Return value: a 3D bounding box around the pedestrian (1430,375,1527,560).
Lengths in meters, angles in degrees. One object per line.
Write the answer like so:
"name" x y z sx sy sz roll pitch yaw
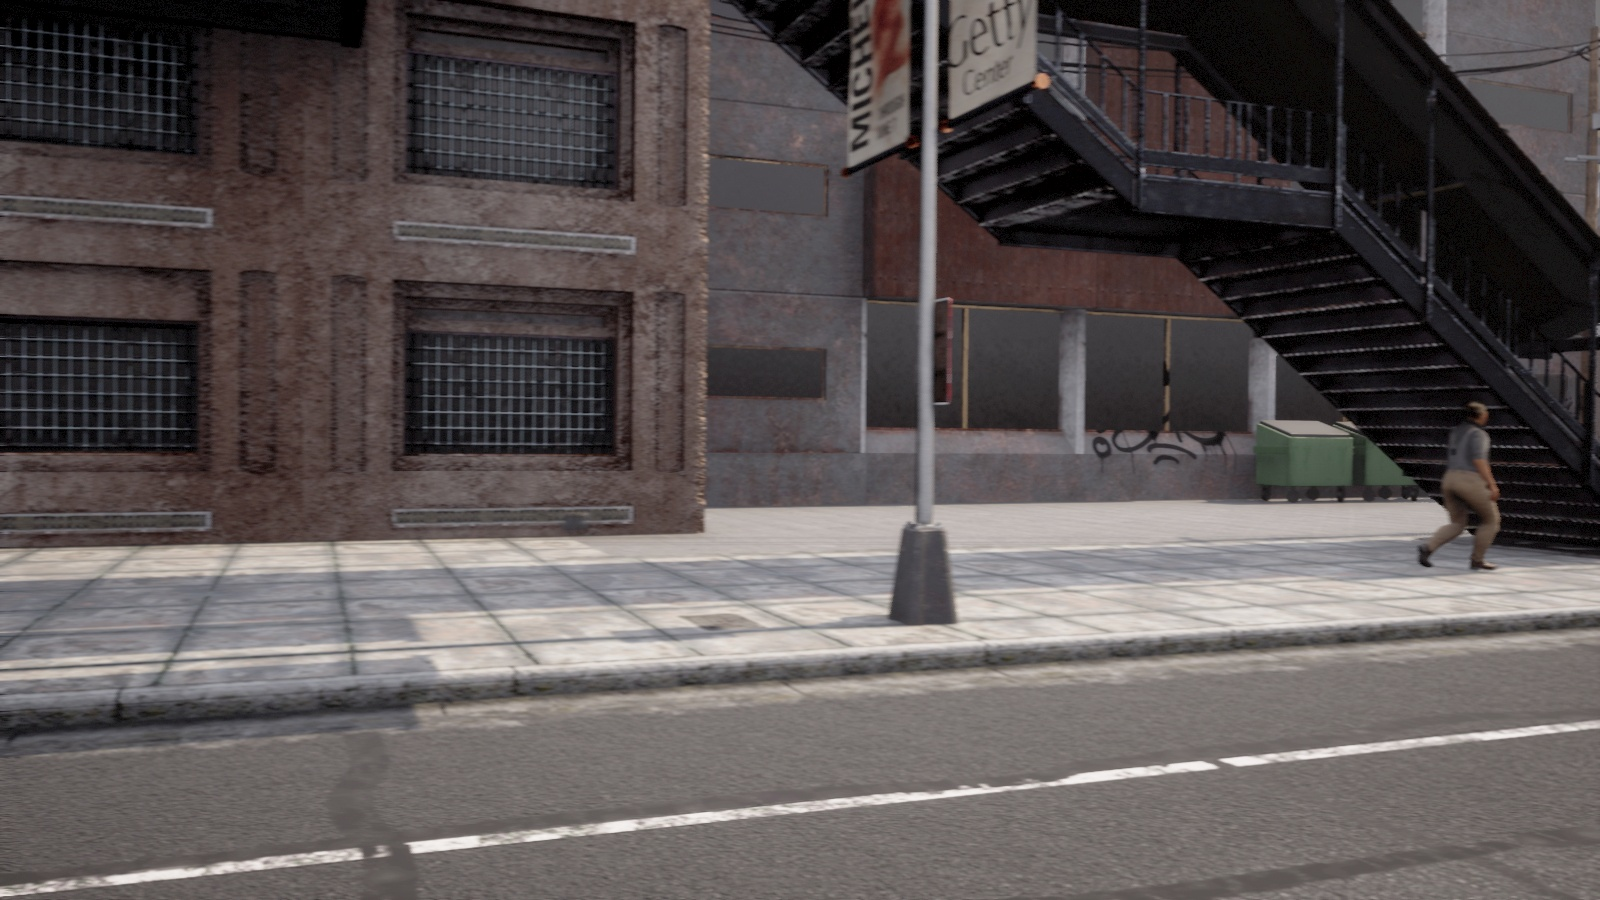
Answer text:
"pedestrian" 6.987 0.170 12.942 0.694 1.848 0.540 -1 1 -10
